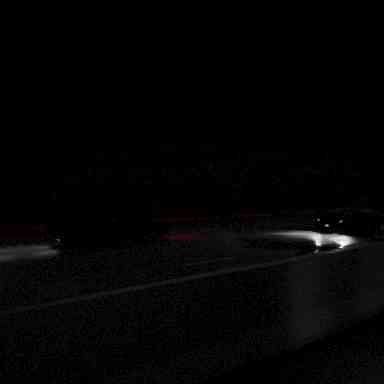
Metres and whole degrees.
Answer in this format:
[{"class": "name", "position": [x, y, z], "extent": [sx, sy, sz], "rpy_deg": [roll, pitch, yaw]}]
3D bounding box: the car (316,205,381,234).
[{"class": "car", "position": [9.080, 1.498, 19.063], "extent": [4.674, 1.442, 1.812], "rpy_deg": [0, 0, -35]}]

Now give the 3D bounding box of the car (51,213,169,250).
[{"class": "car", "position": [-3.469, 1.593, 14.414], "extent": [4.718, 1.301, 1.895], "rpy_deg": [0, 0, -35]}]
